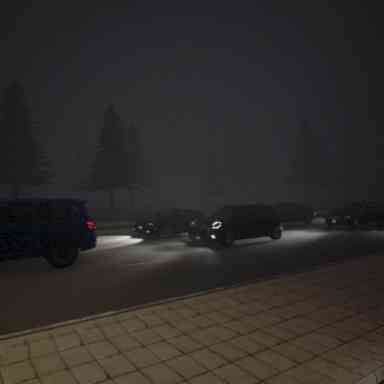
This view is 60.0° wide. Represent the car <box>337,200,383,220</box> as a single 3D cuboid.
[{"bbox_3d":[14.605,1.480,28.411,4.892,1.490,1.837,0,0,-35],"label":"car"}]

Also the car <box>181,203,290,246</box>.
[{"bbox_3d":[2.075,1.343,15.275,4.553,1.767,2.097,0,0,-35],"label":"car"}]

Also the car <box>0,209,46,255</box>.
[{"bbox_3d":[-8.236,1.492,12.228,4.902,1.511,2.128,0,0,-35],"label":"car"}]

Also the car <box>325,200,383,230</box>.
[{"bbox_3d":[10.489,1.473,21.255,4.902,1.511,2.128,0,0,-35],"label":"car"}]

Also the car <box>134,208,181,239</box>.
[{"bbox_3d":[-0.898,1.556,17.461,4.181,1.385,1.994,0,0,-36],"label":"car"}]

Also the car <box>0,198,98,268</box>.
[{"bbox_3d":[-5.642,1.221,9.786,5.566,2.045,2.150,0,0,-34],"label":"car"}]

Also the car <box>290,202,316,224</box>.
[{"bbox_3d":[6.421,1.475,22.661,4.902,1.511,2.128,0,0,-35],"label":"car"}]
